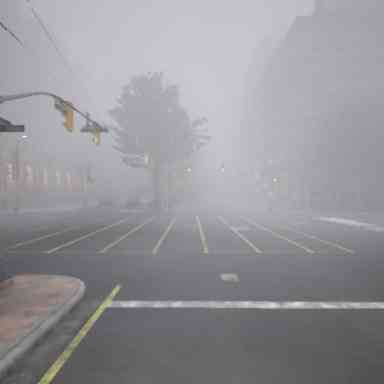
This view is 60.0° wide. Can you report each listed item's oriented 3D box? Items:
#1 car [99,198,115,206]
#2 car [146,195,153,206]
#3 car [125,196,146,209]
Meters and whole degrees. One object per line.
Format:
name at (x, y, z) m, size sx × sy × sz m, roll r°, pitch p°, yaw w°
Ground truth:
car at (-14.765, 1.712, 57.771) m, size 1.895 × 1.301 × 4.718 m, roll 0°, pitch 0°, yaw 0°
car at (-8.049, 1.639, 55.688) m, size 1.812 × 1.442 × 4.674 m, roll 0°, pitch 0°, yaw 0°
car at (-8.094, 1.599, 46.429) m, size 1.837 × 1.490 × 4.892 m, roll 0°, pitch 0°, yaw 0°
